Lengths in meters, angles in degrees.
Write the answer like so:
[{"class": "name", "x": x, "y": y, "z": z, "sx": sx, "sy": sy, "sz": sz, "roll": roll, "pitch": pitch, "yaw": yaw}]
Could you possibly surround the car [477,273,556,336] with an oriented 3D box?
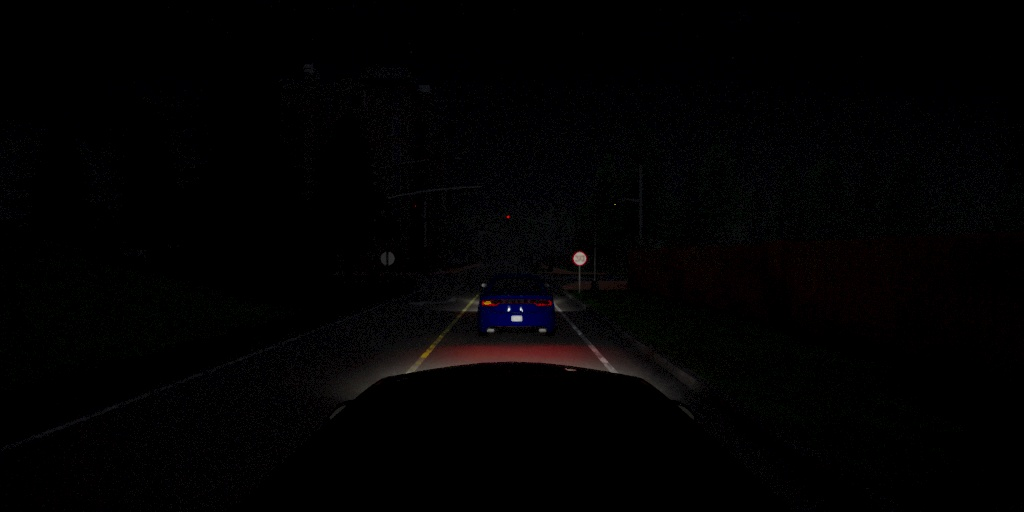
[{"class": "car", "x": 0.101, "y": 1.226, "z": 10.379, "sx": 1.882, "sy": 1.535, "sz": 5.008, "roll": 0, "pitch": 0, "yaw": 0}]
